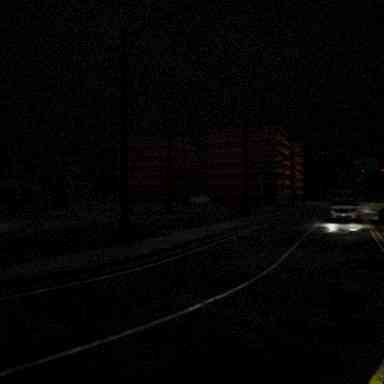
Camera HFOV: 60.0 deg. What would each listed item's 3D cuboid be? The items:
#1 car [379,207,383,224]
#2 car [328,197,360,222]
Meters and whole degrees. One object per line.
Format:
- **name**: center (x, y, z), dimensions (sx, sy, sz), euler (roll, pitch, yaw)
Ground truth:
- **car**: center (15.951, 1.786, 26.319), dimensions (1.895, 1.301, 4.718), euler (-1, -1, 25)
- **car**: center (13.380, 1.511, 29.306), dimensions (2.150, 2.045, 5.566), euler (-1, -1, 25)
